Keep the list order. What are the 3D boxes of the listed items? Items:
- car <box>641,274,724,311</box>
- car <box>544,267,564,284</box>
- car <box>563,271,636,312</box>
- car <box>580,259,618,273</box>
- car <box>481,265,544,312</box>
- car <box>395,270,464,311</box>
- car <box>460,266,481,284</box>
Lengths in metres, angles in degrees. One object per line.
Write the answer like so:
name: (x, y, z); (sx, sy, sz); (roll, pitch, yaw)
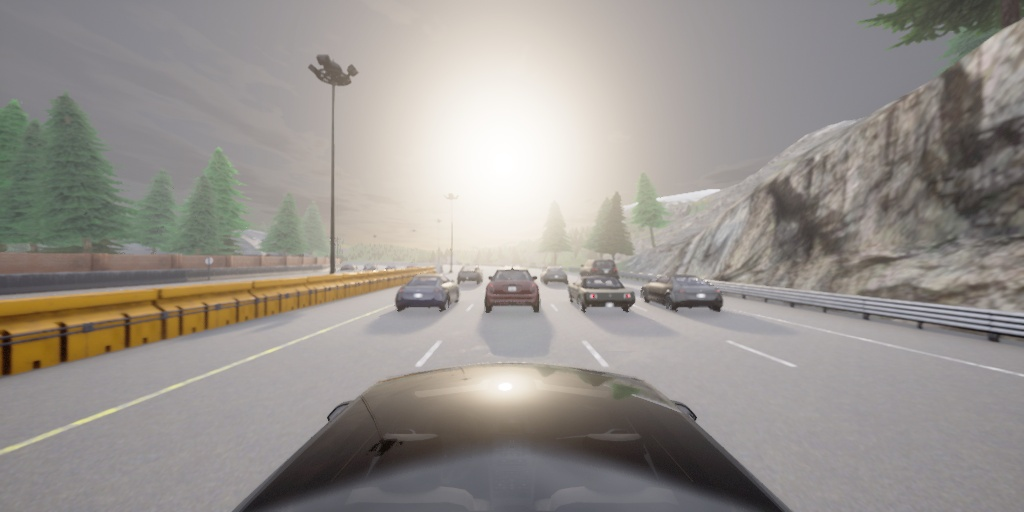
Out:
car: (7.026, 1.461, 15.260); (1.994, 1.385, 4.181); (0, -1, 1)
car: (3.510, 1.624, 30.330); (1.994, 1.385, 4.181); (0, -1, 0)
car: (3.526, 1.496, 15.073); (1.895, 1.301, 4.718); (0, -1, 1)
car: (7.019, 1.275, 29.401); (2.150, 2.045, 5.566); (0, 0, 0)
car: (0.031, 1.248, 15.249); (2.097, 1.767, 4.553); (0, -1, 1)
car: (-3.467, 1.462, 15.365); (1.994, 1.385, 4.181); (0, -1, 1)
car: (-3.486, 1.553, 30.330); (2.128, 1.511, 4.902); (0, 0, 0)
